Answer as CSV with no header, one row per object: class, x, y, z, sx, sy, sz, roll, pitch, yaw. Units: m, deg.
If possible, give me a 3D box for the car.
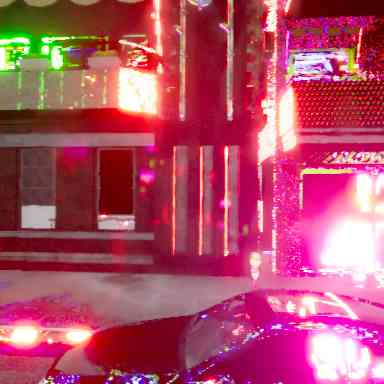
car,0.777,1.636,3.081,4.206,1.307,1.802,0,-1,5
